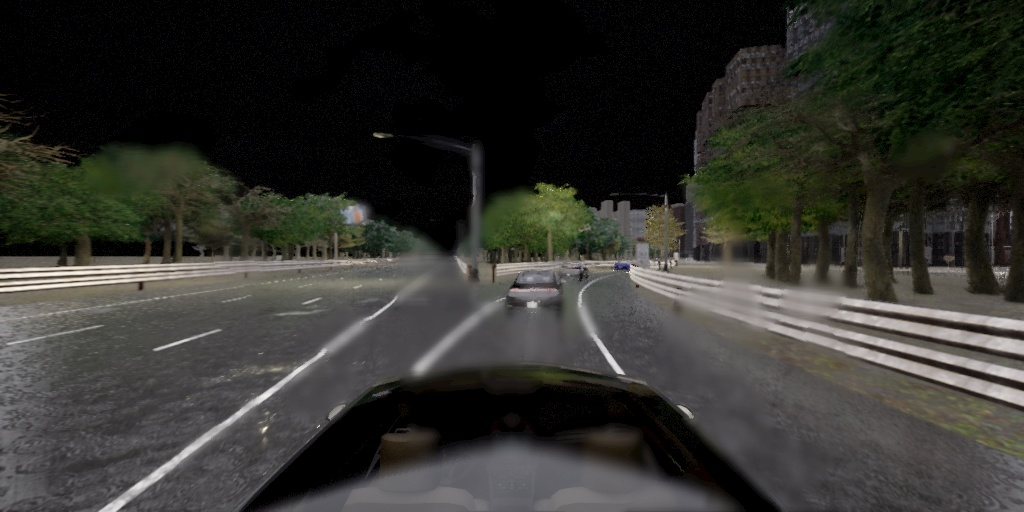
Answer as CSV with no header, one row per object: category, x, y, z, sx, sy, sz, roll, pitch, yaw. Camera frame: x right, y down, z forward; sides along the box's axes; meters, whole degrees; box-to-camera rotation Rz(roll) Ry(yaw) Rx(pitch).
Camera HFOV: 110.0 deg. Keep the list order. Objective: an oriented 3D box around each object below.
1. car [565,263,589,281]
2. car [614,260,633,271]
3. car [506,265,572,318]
car,5.426,1.304,30.733,2.128,1.511,4.902,0,0,21
car,16.086,1.365,50.806,1.882,1.535,5.008,0,0,34
car,0.977,1.270,13.111,2.128,1.511,4.902,0,0,8
